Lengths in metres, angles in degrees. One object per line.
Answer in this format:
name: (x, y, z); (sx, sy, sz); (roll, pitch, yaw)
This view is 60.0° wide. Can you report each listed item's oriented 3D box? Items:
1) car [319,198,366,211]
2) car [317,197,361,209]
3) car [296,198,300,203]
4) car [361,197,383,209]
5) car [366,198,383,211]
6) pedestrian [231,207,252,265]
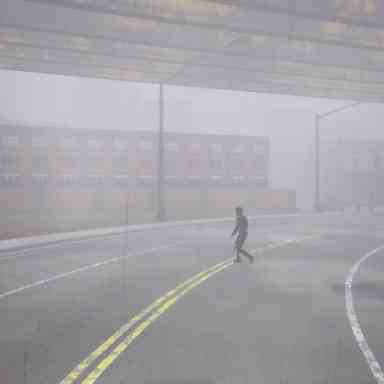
car: (17.874, 1.452, 40.427); (2.038, 1.542, 4.974); (0, 0, -45)
car: (17.837, 1.295, 40.464); (1.853, 1.218, 4.536); (0, 0, -45)
car: (16.841, 1.452, 60.504); (4.974, 1.542, 2.038); (0, 0, 40)
car: (21.400, 1.295, 39.219); (1.853, 1.218, 4.536); (0, 0, 15)
car: (21.386, 1.452, 39.169); (2.038, 1.542, 4.974); (0, 0, 15)
pedestrian: (1.524, 1.294, 10.263); (0.375, 1.860, 0.375); (0, 0, 29)
